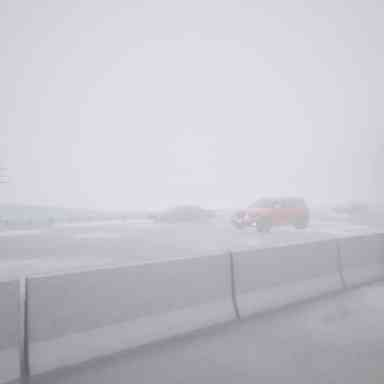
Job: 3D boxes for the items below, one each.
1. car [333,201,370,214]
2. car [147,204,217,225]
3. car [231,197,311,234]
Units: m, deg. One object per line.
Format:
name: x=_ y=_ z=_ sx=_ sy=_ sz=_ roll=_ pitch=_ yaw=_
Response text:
car: x=18.585 y=1.794 z=38.627 sx=5.357 sy=1.411 sz=2.033 roll=1 pitch=0 yaw=-35
car: x=-0.652 y=1.637 z=25.020 sx=5.357 sy=1.411 sz=2.033 roll=0 pitch=0 yaw=-35
car: x=4.929 y=1.324 z=20.402 sx=5.566 sy=2.045 sz=2.150 roll=0 pitch=0 yaw=-35
